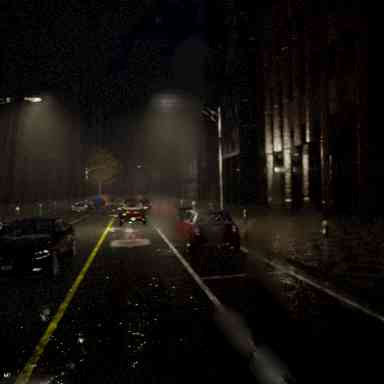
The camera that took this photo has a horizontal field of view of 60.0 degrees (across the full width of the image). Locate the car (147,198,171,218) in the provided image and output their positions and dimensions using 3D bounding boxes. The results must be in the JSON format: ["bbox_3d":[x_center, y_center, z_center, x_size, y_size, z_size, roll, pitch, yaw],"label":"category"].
[{"bbox_3d":[-2.716,1.404,30.163,1.967,1.590,4.097,-2,0,-11],"label":"car"}]

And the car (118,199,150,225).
[{"bbox_3d":[-4.412,1.532,24.782,1.837,1.490,4.892,-1,1,-11],"label":"car"}]

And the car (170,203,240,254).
[{"bbox_3d":[0.468,1.380,13.430,1.967,1.590,4.097,-2,0,-11],"label":"car"}]

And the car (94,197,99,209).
[{"bbox_3d":[-14.269,1.758,45.296,2.008,1.369,4.403,-2,0,-11],"label":"car"}]

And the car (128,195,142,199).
[{"bbox_3d":[-7.754,1.529,42.356,1.882,1.535,5.008,-1,1,-11],"label":"car"}]

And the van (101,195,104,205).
[{"bbox_3d":[-16.398,1.566,56.450,1.690,1.788,3.998,-2,0,-11],"label":"van"}]

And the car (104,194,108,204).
[{"bbox_3d":[-17.460,1.549,62.028,2.192,1.841,5.009,-2,0,-11],"label":"car"}]

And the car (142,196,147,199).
[{"bbox_3d":[-8.021,1.588,58.051,1.802,1.307,4.206,-2,0,-11],"label":"car"}]

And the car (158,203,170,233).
[{"bbox_3d":[-0.590,1.513,19.009,1.947,1.339,4.313,-2,0,-11],"label":"car"}]

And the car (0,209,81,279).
[{"bbox_3d":[-4.936,1.565,10.503,1.882,1.535,5.008,-1,0,-11],"label":"car"}]

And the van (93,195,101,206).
[{"bbox_3d":[-15.336,1.557,50.873,1.690,1.788,3.998,-2,0,-11],"label":"van"}]

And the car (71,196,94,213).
[{"bbox_3d":[-13.210,1.639,39.718,1.967,1.590,4.097,-2,0,-11],"label":"car"}]

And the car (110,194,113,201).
[{"bbox_3d":[-20.644,1.576,78.759,2.192,1.841,5.009,-2,0,-11],"label":"car"}]

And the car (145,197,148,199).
[{"bbox_3d":[-3.775,1.538,35.741,1.947,1.339,4.313,-2,0,-11],"label":"car"}]

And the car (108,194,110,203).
[{"bbox_3d":[-18.521,1.558,67.605,2.192,1.841,5.009,-2,0,-11],"label":"car"}]
